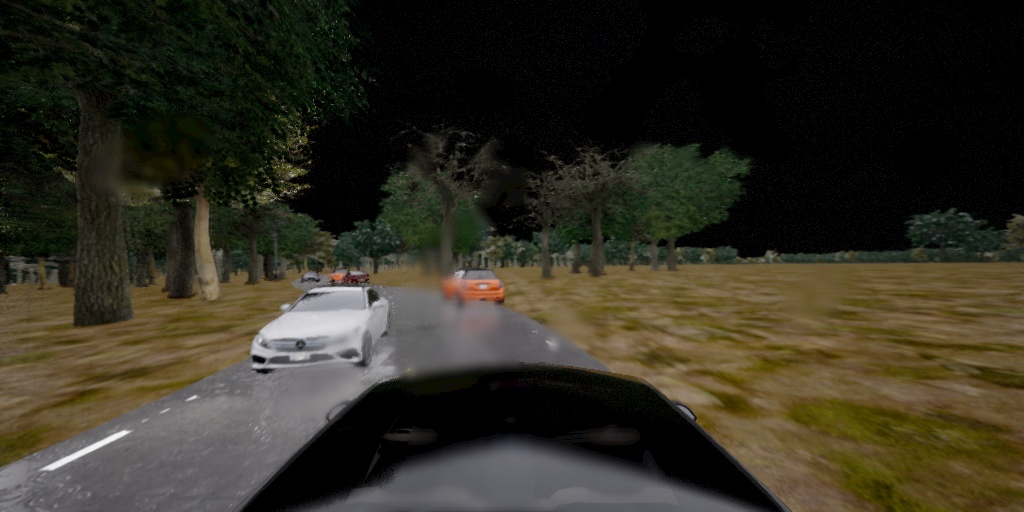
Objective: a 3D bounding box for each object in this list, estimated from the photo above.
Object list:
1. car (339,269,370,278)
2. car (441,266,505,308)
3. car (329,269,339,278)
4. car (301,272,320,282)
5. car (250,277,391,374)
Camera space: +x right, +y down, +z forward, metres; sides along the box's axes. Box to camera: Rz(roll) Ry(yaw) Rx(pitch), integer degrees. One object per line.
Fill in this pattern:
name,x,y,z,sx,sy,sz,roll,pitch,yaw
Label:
car,-16.257,2.254,37.343,1.882,1.535,5.008,0,-2,-36
car,-2.001,1.352,17.150,2.097,1.767,4.553,0,-1,-22
car,-22.048,2.467,45.862,2.097,1.767,4.553,0,-2,-32
car,-25.629,2.740,45.646,1.994,1.385,4.181,0,-2,-32
car,-3.882,1.391,8.082,1.812,1.442,4.674,0,-1,-11
